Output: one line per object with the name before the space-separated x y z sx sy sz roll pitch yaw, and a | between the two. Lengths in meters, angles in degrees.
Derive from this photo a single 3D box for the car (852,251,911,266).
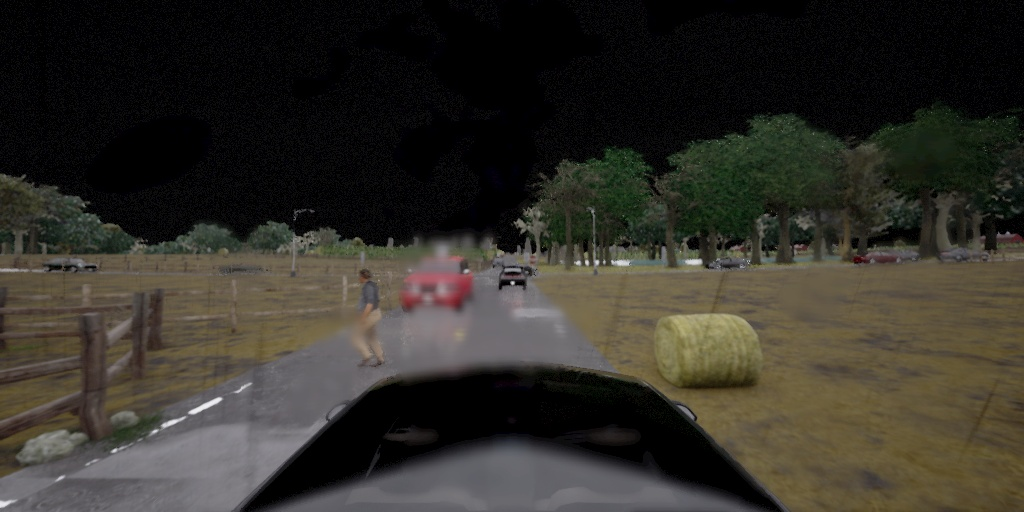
car | 43.497 0.306 42.618 5.008 1.535 1.882 -2 -2 0

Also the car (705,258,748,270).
car | 27.097 1.022 45.433 4.892 1.490 1.837 -2 -2 0

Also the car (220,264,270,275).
car | -31.404 1.631 42.284 4.718 1.301 1.895 1 -2 0

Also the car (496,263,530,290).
car | 0.059 1.446 24.643 1.837 1.490 4.892 0 -1 0

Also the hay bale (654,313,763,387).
hay bale | 3.123 1.442 5.837 1.220 1.180 1.240 0 0 0

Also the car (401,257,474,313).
car | -2.853 1.077 14.983 2.150 2.045 5.566 0 1 0

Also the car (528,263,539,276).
car | 1.348 1.487 37.766 2.128 1.511 4.902 0 1 21

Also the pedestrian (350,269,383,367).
pedestrian | -2.626 1.086 6.498 0.375 1.860 0.375 1 -2 -5
